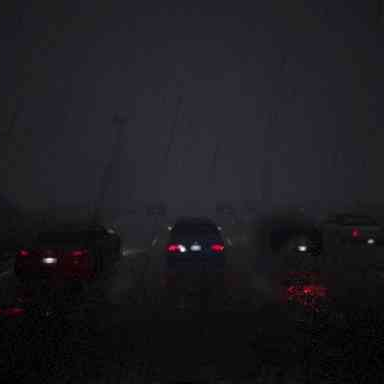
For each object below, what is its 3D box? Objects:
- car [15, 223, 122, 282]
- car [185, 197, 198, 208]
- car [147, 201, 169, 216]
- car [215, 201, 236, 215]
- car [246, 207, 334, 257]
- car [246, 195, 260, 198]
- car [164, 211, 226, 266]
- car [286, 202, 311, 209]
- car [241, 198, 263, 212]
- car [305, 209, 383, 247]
[{"bbox_3d":[-3.403,1.615,9.952,1.994,1.385,4.181,0,0,0],"label":"car"},{"bbox_3d":[-0.089,1.616,53.033,2.097,1.767,4.553,0,0,0],"label":"car"},{"bbox_3d":[-3.490,1.650,34.359,1.882,1.535,5.008,0,0,0],"label":"car"},{"bbox_3d":[3.500,1.706,36.126,1.812,1.442,4.674,0,0,0],"label":"car"},{"bbox_3d":[3.594,1.573,13.248,1.837,1.490,4.892,0,0,0],"label":"car"},{"bbox_3d":[10.389,1.500,57.369,2.150,2.045,5.566,0,-1,0],"label":"car"},{"bbox_3d":[0.100,1.607,11.720,2.033,1.411,5.357,0,0,0],"label":"car"},{"bbox_3d":[10.511,1.730,33.388,1.994,1.385,4.181,0,0,0],"label":"car"},{"bbox_3d":[6.989,1.741,38.649,2.033,1.411,5.357,0,0,0],"label":"car"},{"bbox_3d":[7.092,1.678,15.429,1.895,1.301,4.718,0,0,0],"label":"car"}]
